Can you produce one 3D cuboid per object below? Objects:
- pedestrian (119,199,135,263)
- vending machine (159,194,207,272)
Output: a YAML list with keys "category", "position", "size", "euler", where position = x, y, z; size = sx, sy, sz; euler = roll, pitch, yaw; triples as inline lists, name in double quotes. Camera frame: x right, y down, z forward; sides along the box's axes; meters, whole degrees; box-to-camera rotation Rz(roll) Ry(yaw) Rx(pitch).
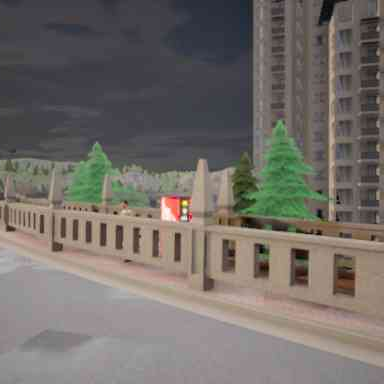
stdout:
- category: "pedestrian"
  position: [-1.874, 1.048, 9.284]
  size: [0.375, 1.860, 0.375]
  euler: [0, -1, 41]
- category: "vending machine"
  position: [-0.255, 1.116, 9.713]
  size: [0.880, 2.100, 1.100]
  euler: [0, 1, 40]
